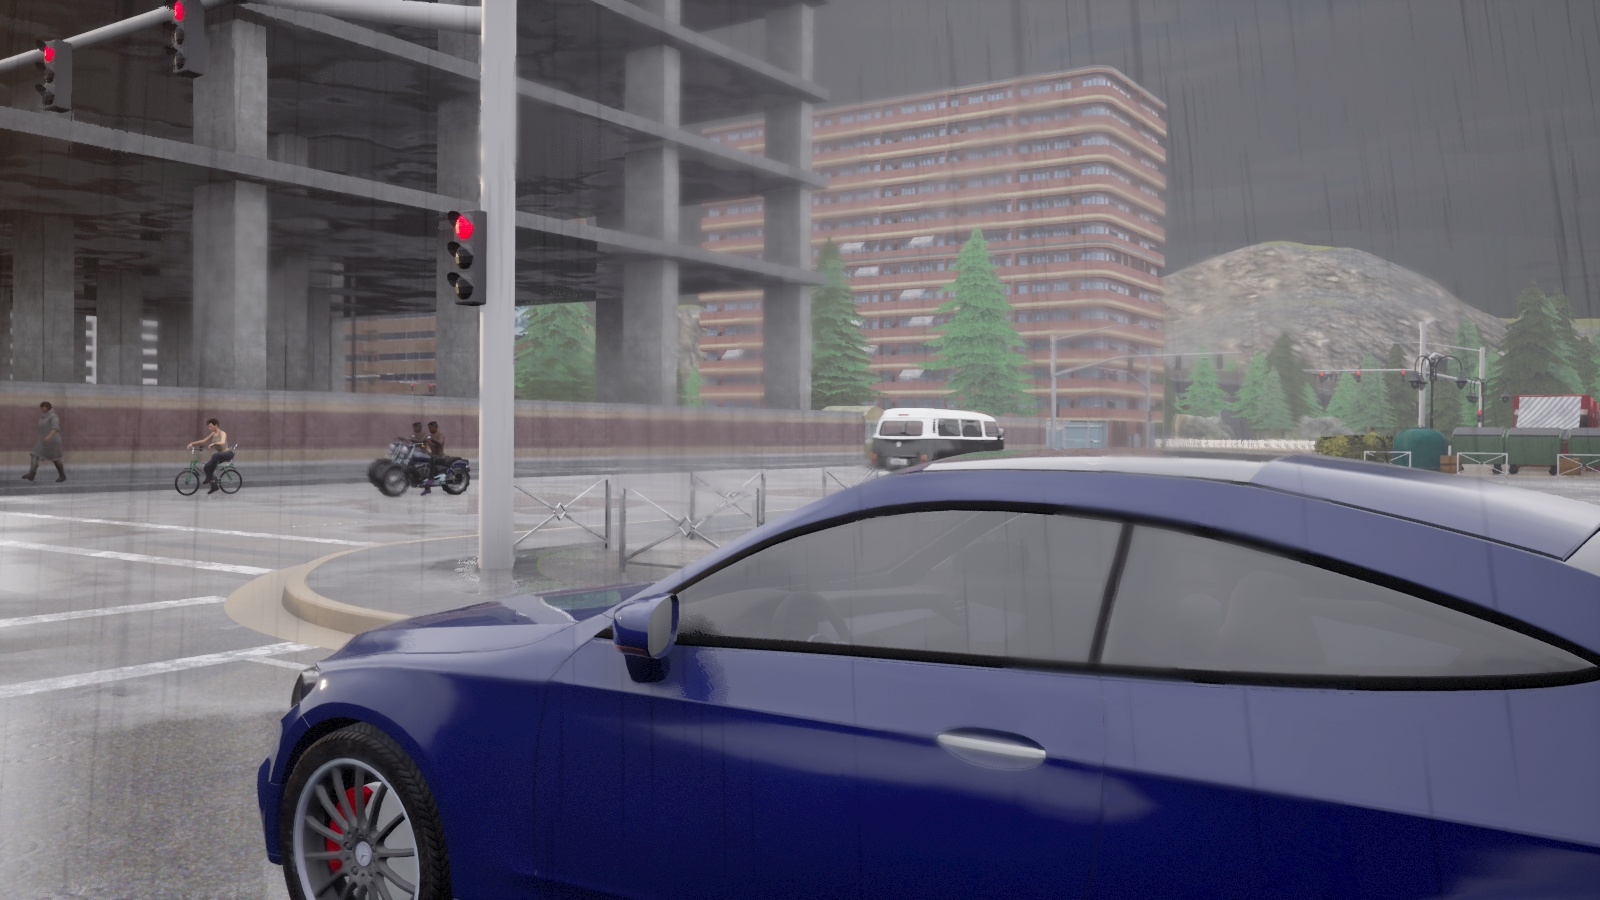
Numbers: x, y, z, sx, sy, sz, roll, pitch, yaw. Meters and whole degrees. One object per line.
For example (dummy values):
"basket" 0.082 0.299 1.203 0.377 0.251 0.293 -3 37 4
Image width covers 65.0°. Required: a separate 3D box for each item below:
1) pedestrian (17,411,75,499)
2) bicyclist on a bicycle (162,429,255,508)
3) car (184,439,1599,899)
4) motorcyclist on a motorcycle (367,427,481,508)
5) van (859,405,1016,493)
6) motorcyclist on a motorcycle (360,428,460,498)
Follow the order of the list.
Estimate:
"pedestrian" -16.937 0.102 28.209 0.659 1.952 0.873 0 1 24
"bicyclist on a bicycle" -12.388 0.365 26.348 0.866 1.612 1.509 0 1 34
"car" 0.620 0.708 3.212 4.674 1.442 1.812 0 1 34
"motorcyclist on a motorcycle" -7.963 0.334 26.710 0.766 1.649 2.350 0 1 33
"van" 3.530 -0.062 31.427 2.069 2.038 4.480 0 1 33
"motorcyclist on a motorcycle" -9.515 0.293 30.715 0.766 1.649 2.350 0 1 33
